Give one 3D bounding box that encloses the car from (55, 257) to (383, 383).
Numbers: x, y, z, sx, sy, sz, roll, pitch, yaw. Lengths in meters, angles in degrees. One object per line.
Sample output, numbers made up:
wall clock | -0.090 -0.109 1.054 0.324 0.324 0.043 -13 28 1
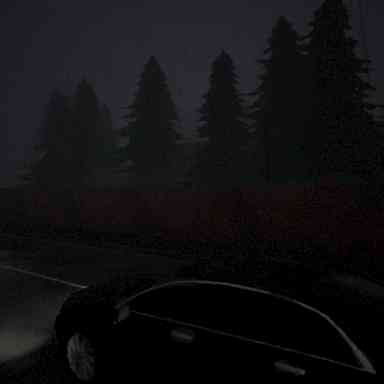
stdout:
car | 0.451 1.506 3.670 4.892 1.490 1.837 1 0 36
